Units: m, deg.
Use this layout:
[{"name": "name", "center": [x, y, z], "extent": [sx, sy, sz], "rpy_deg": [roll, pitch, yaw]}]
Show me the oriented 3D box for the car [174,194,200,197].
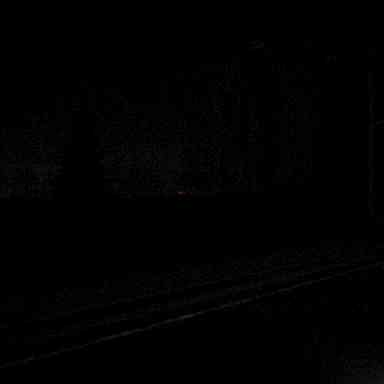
[{"name": "car", "center": [-0.058, 1.206, 36.623], "extent": [2.150, 2.045, 5.566], "rpy_deg": [0, 0, -37]}]
